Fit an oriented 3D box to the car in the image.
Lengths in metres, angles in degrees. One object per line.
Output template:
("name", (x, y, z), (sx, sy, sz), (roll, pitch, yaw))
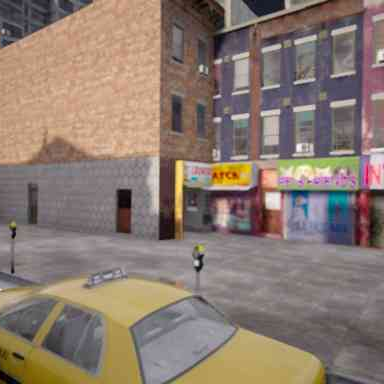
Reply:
("car", (-1.110, 1.496, 3.599), (4.829, 1.417, 1.752), (1, 1, 36))
